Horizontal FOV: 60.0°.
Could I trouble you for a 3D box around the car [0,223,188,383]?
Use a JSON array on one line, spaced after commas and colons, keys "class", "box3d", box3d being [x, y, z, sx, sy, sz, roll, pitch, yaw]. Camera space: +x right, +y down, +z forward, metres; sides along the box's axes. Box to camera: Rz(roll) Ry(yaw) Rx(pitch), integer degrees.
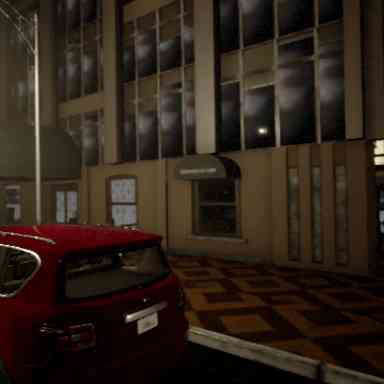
[{"class": "car", "box3d": [-2.368, 1.363, 4.572, 5.009, 1.841, 2.192, -1, -1, 35]}]
